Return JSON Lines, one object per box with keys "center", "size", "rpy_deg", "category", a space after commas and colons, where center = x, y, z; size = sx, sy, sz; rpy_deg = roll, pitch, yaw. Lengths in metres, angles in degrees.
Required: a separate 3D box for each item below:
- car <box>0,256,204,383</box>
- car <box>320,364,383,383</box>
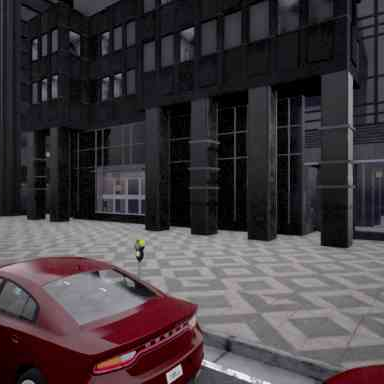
{"center": [-1.974, 1.545, 4.378], "size": [4.507, 1.381, 1.887], "rpy_deg": [0, 0, 36], "category": "car"}
{"center": [2.608, 1.545, 1.096], "size": [4.507, 1.381, 1.887], "rpy_deg": [0, 0, 36], "category": "car"}
